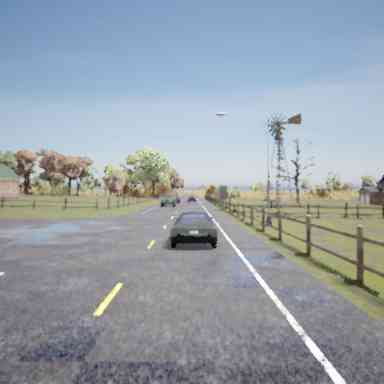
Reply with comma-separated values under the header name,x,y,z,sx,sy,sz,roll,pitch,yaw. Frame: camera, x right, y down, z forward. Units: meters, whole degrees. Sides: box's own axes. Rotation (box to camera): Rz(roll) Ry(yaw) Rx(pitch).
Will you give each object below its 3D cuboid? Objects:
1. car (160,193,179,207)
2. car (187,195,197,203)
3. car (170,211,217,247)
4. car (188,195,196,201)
name,x,y,z,sx,sy,sz,roll,pitch,yaw
car,-3.587,1.245,50.804,2.150,2.045,5.566,0,0,0
car,-0.008,1.529,70.438,1.837,1.490,4.892,0,0,0
car,0.084,1.572,15.213,1.994,1.385,4.181,0,0,0
car,-0.009,1.417,80.859,1.994,1.385,4.181,0,0,0
